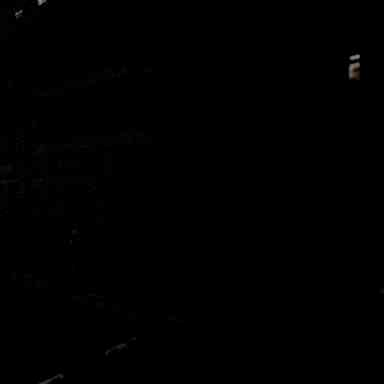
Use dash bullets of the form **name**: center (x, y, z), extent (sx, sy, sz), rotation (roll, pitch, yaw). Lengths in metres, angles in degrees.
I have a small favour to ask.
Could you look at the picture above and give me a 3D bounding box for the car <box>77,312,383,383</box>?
- **car**: center (1.027, 1.564, 2.148), extent (4.313, 1.339, 1.947), rotation (1, 0, 36)
